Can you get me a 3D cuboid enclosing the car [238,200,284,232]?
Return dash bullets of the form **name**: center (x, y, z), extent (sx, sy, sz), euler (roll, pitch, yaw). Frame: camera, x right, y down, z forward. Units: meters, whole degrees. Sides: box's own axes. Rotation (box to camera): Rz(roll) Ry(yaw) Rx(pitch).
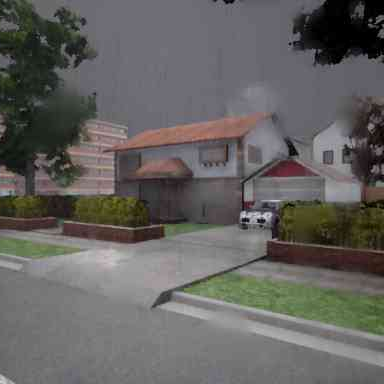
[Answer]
- **car**: center (4.023, 1.168, 17.438), extent (1.970, 1.475, 3.806), euler (0, 0, 36)
